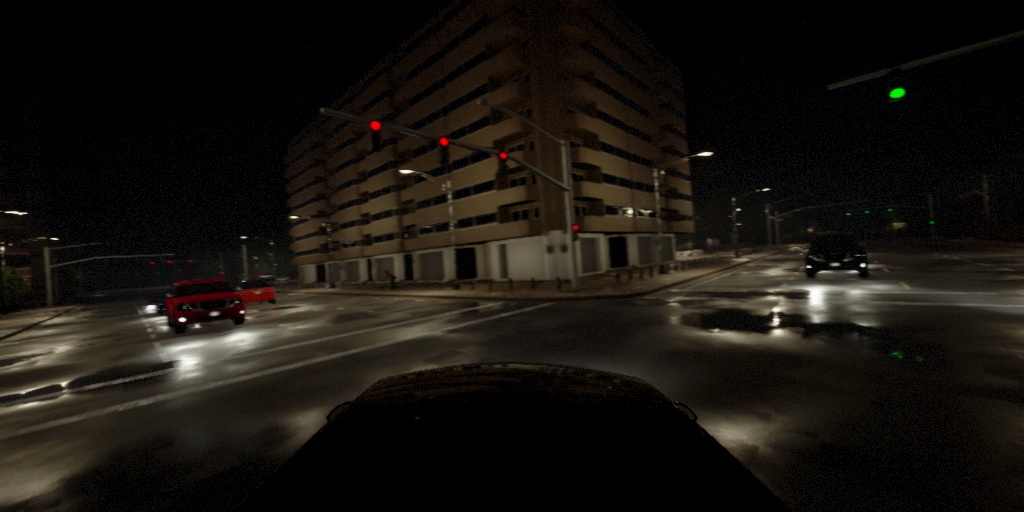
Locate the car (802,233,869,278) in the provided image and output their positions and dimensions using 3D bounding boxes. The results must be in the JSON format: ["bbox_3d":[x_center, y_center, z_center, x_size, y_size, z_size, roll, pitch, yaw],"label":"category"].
[{"bbox_3d":[16.231,-0.094,18.019,2.150,2.045,5.566,-5,-1,43],"label":"car"}]

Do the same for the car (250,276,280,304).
[{"bbox_3d":[-18.658,2.615,25.572,4.553,1.767,2.097,-5,0,43],"label":"car"}]

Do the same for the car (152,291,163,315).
[{"bbox_3d":[-23.269,3.078,24.827,5.008,1.535,1.882,-4,0,43],"label":"car"}]

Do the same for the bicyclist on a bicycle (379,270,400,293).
[{"bbox_3d":[-9.053,1.857,26.499,0.582,1.620,1.656,-5,-1,43],"label":"bicyclist on a bicycle"}]

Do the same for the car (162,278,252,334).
[{"bbox_3d":[-13.560,2.045,15.765,5.566,2.045,2.150,-5,0,43],"label":"car"}]

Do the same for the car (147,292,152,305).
[{"bbox_3d":[-36.470,4.257,37.236,4.718,1.301,1.895,-5,-1,43],"label":"car"}]
